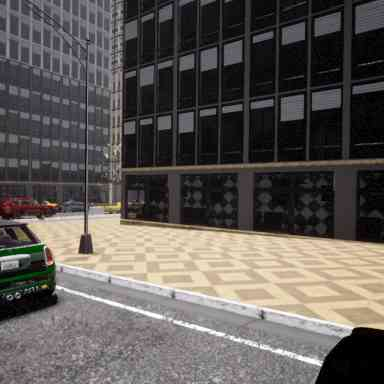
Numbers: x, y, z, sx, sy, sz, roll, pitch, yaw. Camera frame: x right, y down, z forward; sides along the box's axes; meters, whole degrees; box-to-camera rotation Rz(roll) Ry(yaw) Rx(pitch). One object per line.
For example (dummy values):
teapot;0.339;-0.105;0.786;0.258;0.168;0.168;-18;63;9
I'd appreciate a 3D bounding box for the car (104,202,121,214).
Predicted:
car;-8.149;1.830;39.372;1.752;1.417;4.829;1;0;37

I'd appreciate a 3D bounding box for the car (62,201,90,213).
car;-14.564;1.749;40.423;1.994;1.385;4.181;1;0;37

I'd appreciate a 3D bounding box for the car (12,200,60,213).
car;-18.444;1.642;39.553;1.752;1.417;4.829;1;0;37

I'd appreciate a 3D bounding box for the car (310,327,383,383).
car;2.966;1.601;1.565;4.718;1.301;1.895;0;0;36

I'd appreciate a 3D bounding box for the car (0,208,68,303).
car;-5.033;1.348;7.283;4.553;1.767;2.097;0;0;36

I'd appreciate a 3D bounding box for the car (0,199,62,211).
car;-14.962;1.519;30.172;2.192;1.841;5.009;1;0;37
